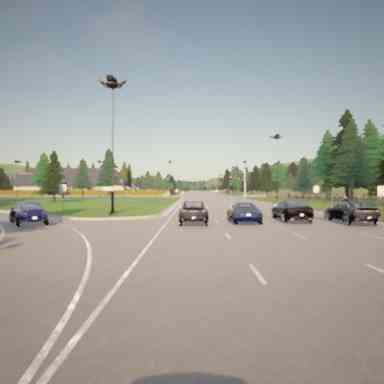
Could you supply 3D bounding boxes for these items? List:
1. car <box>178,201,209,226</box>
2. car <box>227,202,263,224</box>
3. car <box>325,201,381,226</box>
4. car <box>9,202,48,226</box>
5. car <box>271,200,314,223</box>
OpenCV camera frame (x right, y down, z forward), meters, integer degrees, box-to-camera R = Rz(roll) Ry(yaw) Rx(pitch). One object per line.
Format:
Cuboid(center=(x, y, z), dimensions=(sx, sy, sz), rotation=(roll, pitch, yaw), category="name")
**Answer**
Cuboid(center=(0.098, 1.342, 22.303), dimensions=(2.128, 1.511, 4.902), rotation=(0, 0, 0), category="car")
Cuboid(center=(3.598, 1.409, 23.144), dimensions=(1.994, 1.385, 4.181), rotation=(0, 0, 0), category="car")
Cuboid(center=(10.598, 1.342, 22.303), dimensions=(2.128, 1.511, 4.902), rotation=(0, 0, 0), category="car")
Cuboid(center=(-10.783, 1.378, 21.913), dimensions=(1.812, 1.442, 4.674), rotation=(0, 0, -35), category="car")
Cuboid(center=(7.098, 1.318, 23.926), dimensions=(1.882, 1.535, 5.008), rotation=(0, 0, 0), category="car")
